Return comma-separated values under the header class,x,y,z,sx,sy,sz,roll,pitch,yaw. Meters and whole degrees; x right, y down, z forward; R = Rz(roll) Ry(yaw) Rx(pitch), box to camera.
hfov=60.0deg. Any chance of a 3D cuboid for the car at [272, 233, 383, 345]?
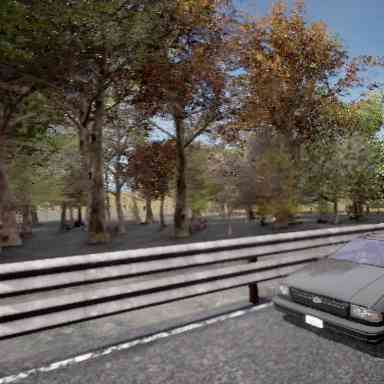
class,x,y,z,sx,sy,sz,roll,pitch,yaw
car,3.996,1.560,6.536,5.357,1.411,2.033,0,0,-36
